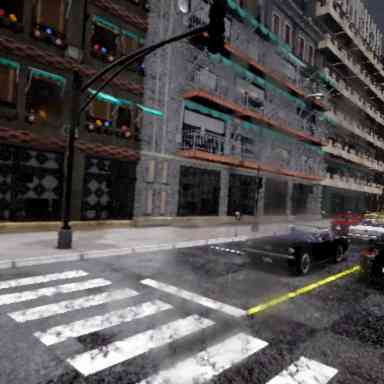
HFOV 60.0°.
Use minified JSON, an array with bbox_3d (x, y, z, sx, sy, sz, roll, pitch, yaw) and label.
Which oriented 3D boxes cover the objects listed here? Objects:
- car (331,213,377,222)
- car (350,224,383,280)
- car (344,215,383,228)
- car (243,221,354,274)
[{"bbox_3d":[11.142,2.221,23.449,1.887,1.381,4.507,4,0,43],"label":"car"},{"bbox_3d":[6.607,1.923,10.162,1.812,1.442,4.674,3,0,43],"label":"car"},{"bbox_3d":[10.637,2.240,19.099,1.895,1.301,4.718,3,0,43],"label":"car"},{"bbox_3d":[3.799,1.842,11.692,1.895,1.301,4.718,3,0,43],"label":"car"}]
